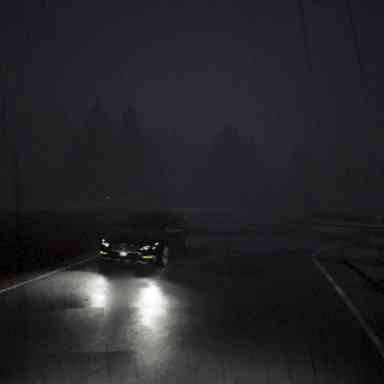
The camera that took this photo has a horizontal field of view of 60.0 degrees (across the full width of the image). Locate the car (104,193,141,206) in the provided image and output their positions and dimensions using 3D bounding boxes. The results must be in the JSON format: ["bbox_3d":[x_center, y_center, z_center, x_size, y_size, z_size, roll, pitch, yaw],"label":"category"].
[{"bbox_3d":[-8.775,0.851,42.365,4.553,1.767,2.097,3,0,-6],"label":"car"}]

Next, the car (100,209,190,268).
[{"bbox_3d":[-1.314,1.387,11.129,1.837,1.490,4.892,3,0,12],"label":"car"}]
